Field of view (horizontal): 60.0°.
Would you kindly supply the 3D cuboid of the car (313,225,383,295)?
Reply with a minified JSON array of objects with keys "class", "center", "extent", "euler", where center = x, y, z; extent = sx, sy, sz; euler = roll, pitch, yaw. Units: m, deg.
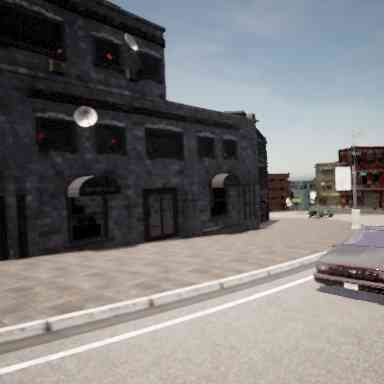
[{"class":"car","center":[5.229,1.641,8.963],"extent":[2.033,1.411,5.357],"euler":[-1,-1,44]}]

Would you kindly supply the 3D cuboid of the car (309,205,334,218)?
[{"class":"car","center":[21.539,3.291,55.705],"extent":[2.150,2.045,5.566],"euler":[-3,-3,-6]}]
